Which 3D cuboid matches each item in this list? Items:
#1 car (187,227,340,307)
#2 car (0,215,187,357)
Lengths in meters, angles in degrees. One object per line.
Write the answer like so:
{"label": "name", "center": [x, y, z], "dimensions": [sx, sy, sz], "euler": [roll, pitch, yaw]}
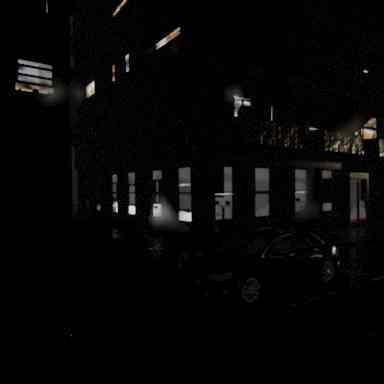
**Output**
{"label": "car", "center": [1.745, 1.537, 7.843], "dimensions": [4.403, 1.369, 2.008], "euler": [0, -1, -36]}
{"label": "car", "center": [-2.799, 1.314, 4.565], "dimensions": [5.009, 1.841, 2.192], "euler": [0, -1, -36]}
